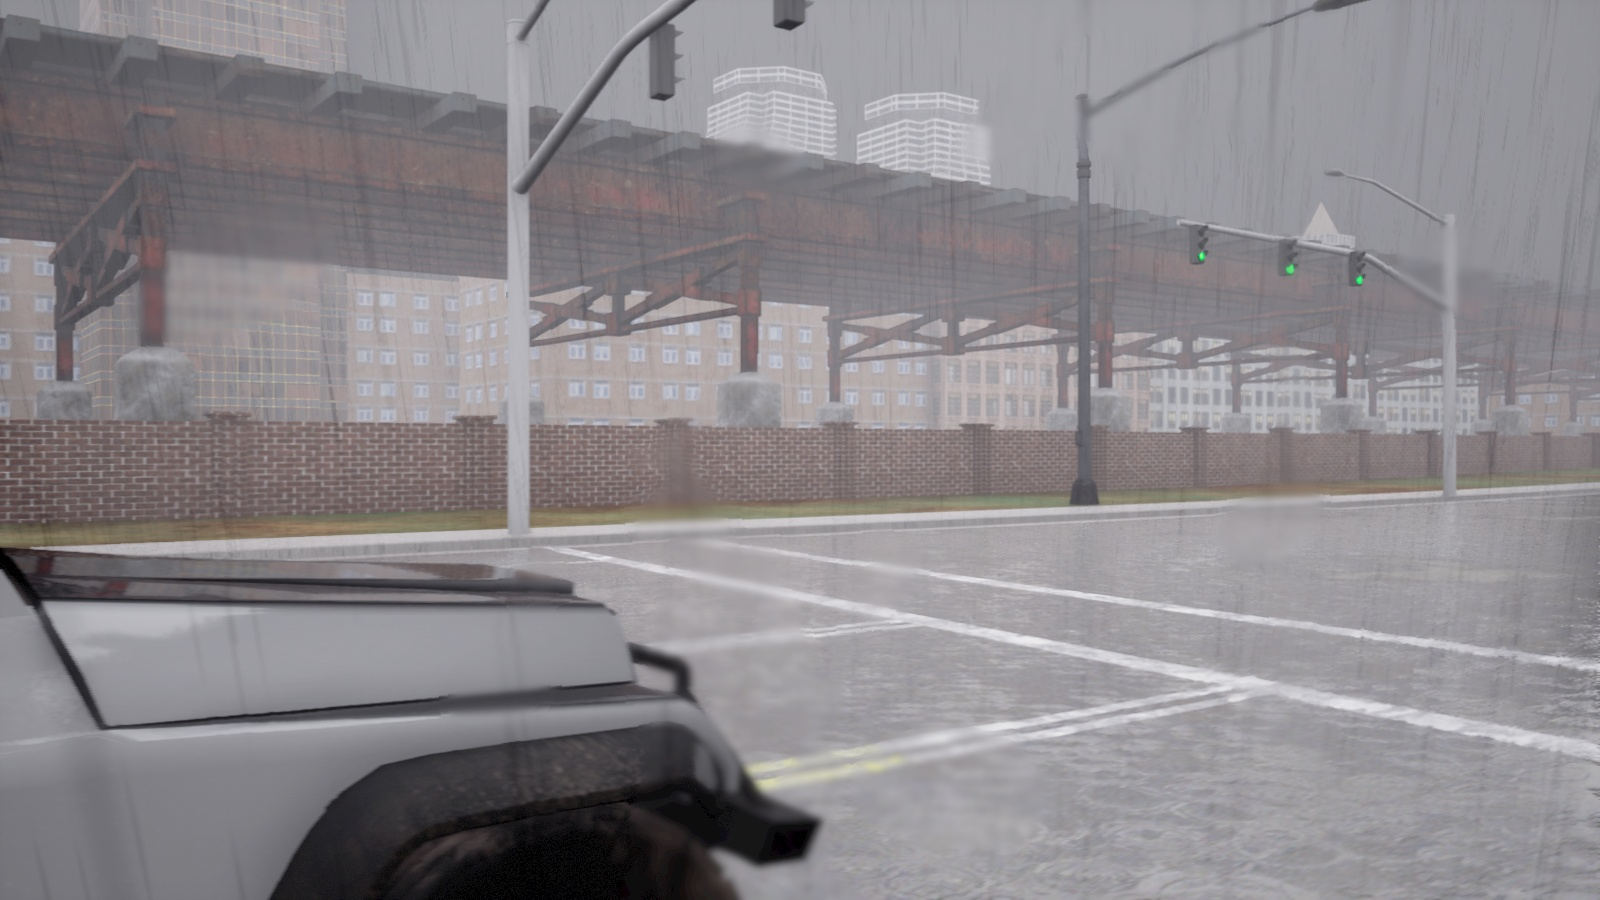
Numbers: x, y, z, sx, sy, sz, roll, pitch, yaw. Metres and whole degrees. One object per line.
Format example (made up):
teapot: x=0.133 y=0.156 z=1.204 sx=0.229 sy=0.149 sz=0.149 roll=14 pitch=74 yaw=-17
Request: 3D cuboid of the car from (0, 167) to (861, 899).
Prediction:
car: x=-2.008 y=0.553 z=2.262 sx=3.866 sy=1.878 sz=1.905 roll=0 pitch=0 yaw=-35
